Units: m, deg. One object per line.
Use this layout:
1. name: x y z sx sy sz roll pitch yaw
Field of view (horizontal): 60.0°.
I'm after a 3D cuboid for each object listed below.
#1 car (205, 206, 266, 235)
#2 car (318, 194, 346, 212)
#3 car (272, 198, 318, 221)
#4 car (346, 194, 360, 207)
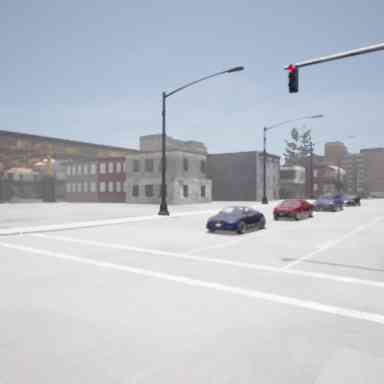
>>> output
1. car: 2.531 1.498 18.721 1.994 1.385 4.181 0 1 37
2. car: 13.844 1.038 33.924 2.097 1.767 4.553 0 1 37
3. car: 7.945 1.309 25.997 1.882 1.535 5.008 0 1 37
4. car: 19.901 1.025 42.014 2.128 1.511 4.902 0 1 37
